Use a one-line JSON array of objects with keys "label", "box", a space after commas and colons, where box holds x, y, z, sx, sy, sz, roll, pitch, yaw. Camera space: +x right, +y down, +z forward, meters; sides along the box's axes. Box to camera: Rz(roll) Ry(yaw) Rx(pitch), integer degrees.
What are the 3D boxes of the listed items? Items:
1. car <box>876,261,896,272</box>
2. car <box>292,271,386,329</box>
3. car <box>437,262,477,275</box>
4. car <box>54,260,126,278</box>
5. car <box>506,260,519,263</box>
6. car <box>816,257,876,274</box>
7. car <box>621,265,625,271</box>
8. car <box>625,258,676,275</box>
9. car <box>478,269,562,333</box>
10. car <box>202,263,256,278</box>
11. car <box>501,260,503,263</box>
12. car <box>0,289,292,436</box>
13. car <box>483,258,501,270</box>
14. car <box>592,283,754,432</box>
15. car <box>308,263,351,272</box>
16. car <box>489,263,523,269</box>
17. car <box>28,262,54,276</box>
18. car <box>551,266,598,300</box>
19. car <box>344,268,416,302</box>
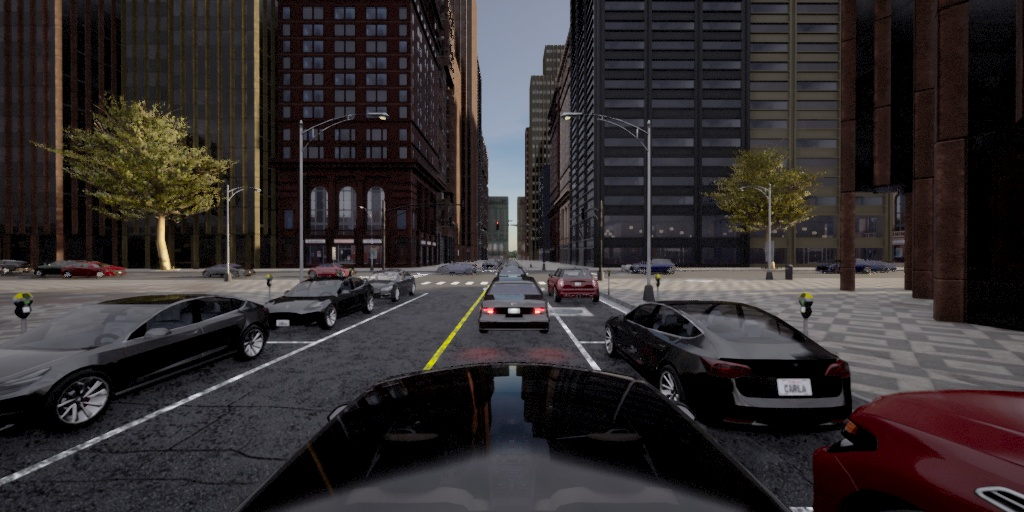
[{"label": "car", "box": [41.331, 1.182, 41.762, 5.357, 1.411, 2.033, 0, 0, 0]}, {"label": "car", "box": [-5.770, 1.315, 11.203, 1.948, 1.339, 4.313, 0, 0, 0]}, {"label": "car", "box": [-5.877, 1.327, 38.409, 4.181, 1.385, 1.994, 0, 0, 0]}, {"label": "car", "box": [-40.616, 1.344, 34.869, 5.008, 1.535, 1.882, 0, 0, 0]}, {"label": "car", "box": [0.042, 1.331, 54.648, 1.994, 1.385, 4.181, 0, 0, 0]}, {"label": "car", "box": [35.476, 1.013, 38.514, 4.553, 1.767, 2.097, 0, 0, 0]}, {"label": "car", "box": [15.151, 1.289, 41.718, 4.718, 1.301, 1.895, 0, 0, 0]}, {"label": "car", "box": [14.991, 1.057, 38.464, 4.553, 1.767, 2.097, 0, 0, 0]}, {"label": "car", "box": [0.057, 1.297, 10.681, 2.033, 1.411, 5.357, 0, 0, 0]}, {"label": "car", "box": [-27.496, 1.393, 34.897, 4.181, 1.385, 1.994, 0, 0, 0]}, {"label": "car", "box": [-3.119, 1.339, 63.117, 1.994, 1.385, 4.181, 0, 0, 0]}, {"label": "car", "box": [-5.766, 1.315, 5.566, 1.948, 1.339, 4.313, 0, 0, 0]}, {"label": "car", "box": [-3.093, 1.118, 53.157, 2.097, 1.767, 4.553, 0, 0, 0]}, {"label": "car", "box": [2.759, 1.315, 5.575, 1.948, 1.339, 4.313, 0, 0, 0]}, {"label": "car", "box": [-17.490, 1.365, 34.922, 4.181, 1.385, 1.994, 0, 0, 0]}, {"label": "car", "box": [-0.015, 1.297, 20.753, 2.033, 1.411, 5.357, 0, 0, 0]}, {"label": "car", "box": [-47.693, 1.223, 38.230, 4.553, 1.767, 2.097, 0, 0, 0]}, {"label": "car", "box": [2.751, 1.190, 16.847, 1.967, 1.591, 4.097, 0, 0, 0]}, {"label": "car", "box": [-5.775, 1.300, 16.840, 2.007, 1.370, 4.403, 0, 0, 0]}]
